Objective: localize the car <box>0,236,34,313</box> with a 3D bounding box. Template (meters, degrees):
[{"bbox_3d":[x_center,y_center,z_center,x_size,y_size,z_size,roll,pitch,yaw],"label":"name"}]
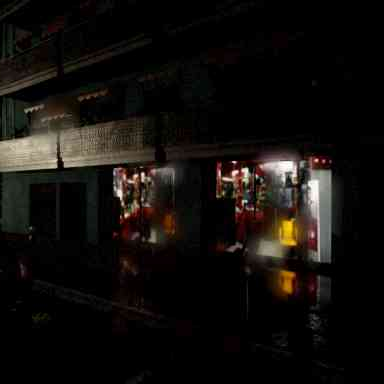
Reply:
[{"bbox_3d":[-4.899,1.440,6.395,4.097,1.590,1.967,0,0,36],"label":"car"}]
